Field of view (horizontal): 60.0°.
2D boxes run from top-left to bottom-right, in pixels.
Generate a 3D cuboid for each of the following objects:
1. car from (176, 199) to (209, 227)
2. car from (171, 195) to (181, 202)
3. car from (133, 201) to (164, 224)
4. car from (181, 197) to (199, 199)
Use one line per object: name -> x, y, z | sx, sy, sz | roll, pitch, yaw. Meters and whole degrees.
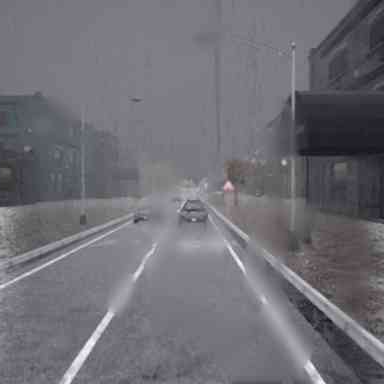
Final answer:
car -> 0.109, 1.455, 22.499 | 2.128, 1.511, 4.902 | 0, 0, 0
car -> -2.981, 1.294, 65.055 | 2.033, 1.411, 5.357 | 0, 0, 0
car -> -3.087, 1.464, 24.396 | 1.837, 1.490, 4.892 | 0, 0, 0
car -> 0.113, 1.338, 40.791 | 2.128, 1.511, 4.902 | -1, 2, 0
